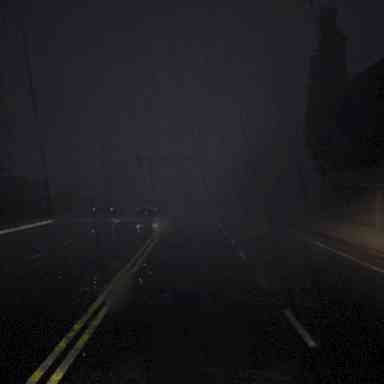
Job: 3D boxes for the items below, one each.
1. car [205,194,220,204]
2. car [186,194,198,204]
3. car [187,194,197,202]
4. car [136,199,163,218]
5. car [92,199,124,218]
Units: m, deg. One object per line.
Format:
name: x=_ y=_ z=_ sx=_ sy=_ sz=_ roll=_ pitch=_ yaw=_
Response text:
car: x=3.495 y=1.141 z=53.898 sx=1.837 sy=1.490 sz=4.892 roll=0 pitch=0 yaw=0
car: x=-0.005 y=1.197 z=54.315 sx=1.994 sy=1.385 sz=4.181 roll=0 pitch=0 yaw=0
car: x=-0.006 y=1.070 z=64.314 sx=1.837 sy=1.490 sz=4.892 roll=0 pitch=0 yaw=0
car: x=-3.532 y=1.334 z=28.253 sx=1.812 sy=1.442 sz=4.674 roll=0 pitch=0 yaw=1
car: x=-7.032 y=1.333 z=28.251 sx=1.812 sy=1.442 sz=4.674 roll=0 pitch=0 yaw=1
